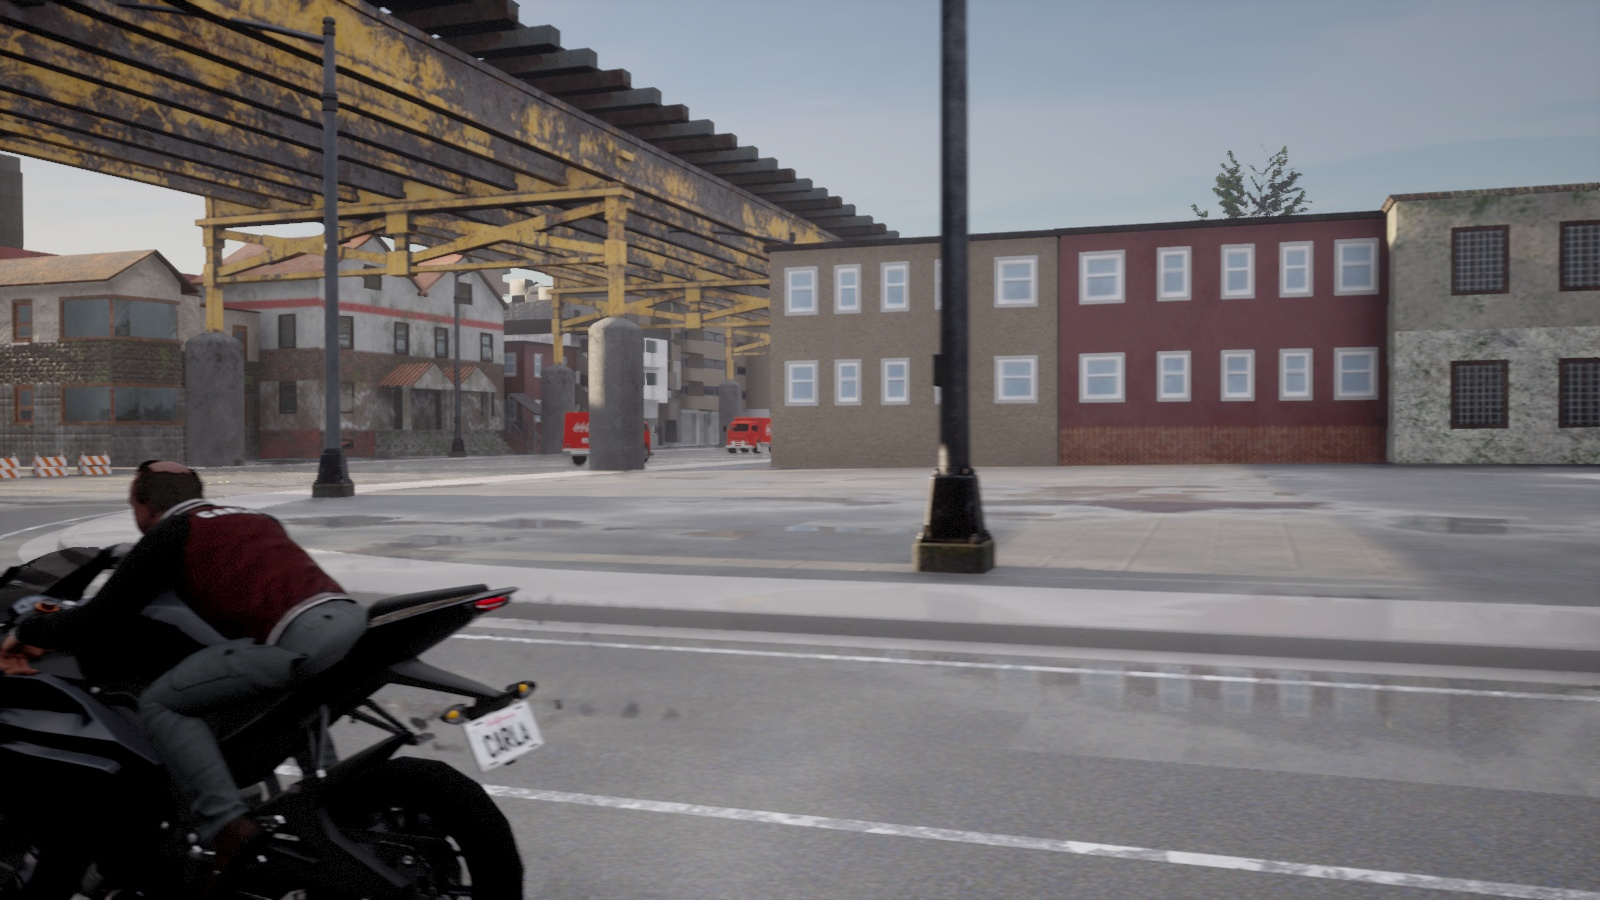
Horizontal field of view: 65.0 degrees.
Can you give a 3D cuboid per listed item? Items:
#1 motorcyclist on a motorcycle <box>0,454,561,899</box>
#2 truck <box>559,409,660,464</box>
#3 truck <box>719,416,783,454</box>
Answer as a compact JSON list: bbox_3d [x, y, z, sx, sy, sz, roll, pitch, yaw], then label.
[{"bbox_3d":[-1.913,0.794,3.810,2.191,1.530,0.866,1,1,18],"label":"motorcyclist on a motorcycle"},{"bbox_3d":[-8.986,-0.646,59.807,2.627,2.467,5.204,1,1,19],"label":"truck"},{"bbox_3d":[-3.311,-1.045,86.396,2.627,2.467,5.204,1,1,19],"label":"truck"}]
